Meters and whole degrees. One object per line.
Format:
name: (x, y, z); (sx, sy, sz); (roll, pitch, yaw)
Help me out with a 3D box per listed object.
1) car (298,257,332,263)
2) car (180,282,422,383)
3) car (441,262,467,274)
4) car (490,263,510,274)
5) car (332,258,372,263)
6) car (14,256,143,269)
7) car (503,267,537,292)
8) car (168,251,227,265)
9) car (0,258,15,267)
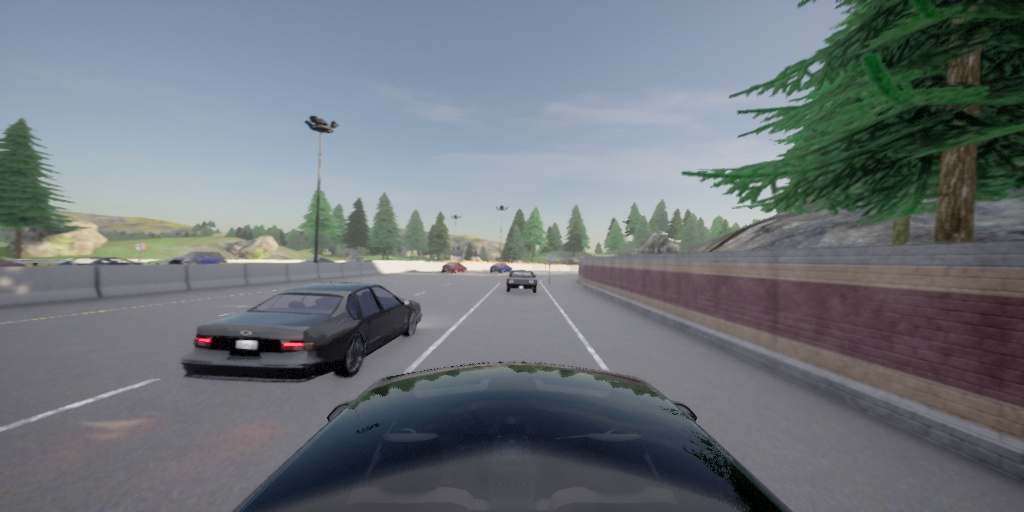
car: (-22.650, 0.843, 41.502); (1.812, 1.442, 4.674); (2, -1, 10)
car: (-3.370, 1.228, 7.163); (2.033, 1.411, 5.357); (2, -1, 2)
car: (-7.235, 1.460, 45.118); (1.812, 1.442, 4.674); (2, 0, 16)
car: (-1.474, 1.731, 50.401); (1.812, 1.442, 4.674); (2, -1, 25)
car: (-18.784, 0.974, 43.314); (2.128, 1.511, 4.902); (2, -1, 12)
car: (-20.712, 0.705, 17.819); (1.994, 1.385, 4.181); (2, -1, 2)
car: (0.654, 1.607, 23.751); (1.895, 1.301, 4.718); (2, -1, 2)
car: (-30.536, 0.305, 34.989); (2.097, 1.767, 4.553); (2, -1, 4)
car: (-24.291, 0.546, 15.492); (1.994, 1.385, 4.181); (2, -1, 2)
